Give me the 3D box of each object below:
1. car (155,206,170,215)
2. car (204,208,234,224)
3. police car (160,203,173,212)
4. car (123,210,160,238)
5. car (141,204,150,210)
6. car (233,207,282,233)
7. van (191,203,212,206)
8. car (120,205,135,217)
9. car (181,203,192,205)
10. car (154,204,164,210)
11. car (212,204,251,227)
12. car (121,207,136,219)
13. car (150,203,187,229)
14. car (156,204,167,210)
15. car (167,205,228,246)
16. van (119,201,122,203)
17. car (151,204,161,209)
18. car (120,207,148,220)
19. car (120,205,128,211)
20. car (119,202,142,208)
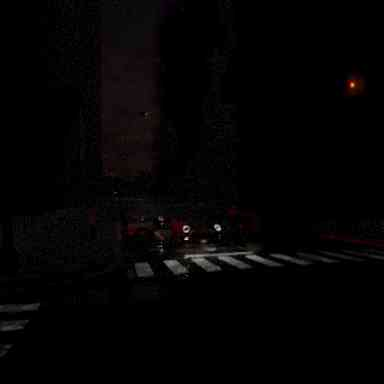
[{"bbox_3d":[-5.094,3.030,56.291,1.994,1.385,4.181,-1,-1,-12],"label":"car"},{"bbox_3d":[2.640,2.378,33.878,1.802,1.307,4.206,-2,-1,-13],"label":"car"},{"bbox_3d":[-5.201,3.148,67.201,1.930,1.638,5.238,-1,-1,-13],"label":"police car"},{"bbox_3d":[-3.448,2.149,21.936,1.752,1.417,4.829,-2,-1,-13],"label":"car"},{"bbox_3d":[-4.299,2.514,38.092,2.128,1.511,4.902,-1,-1,-12],"label":"car"},{"bbox_3d":[4.840,2.065,23.948,1.887,1.381,4.507,-2,-1,-13],"label":"car"},{"bbox_3d":[1.531,2.275,38.848,1.690,1.788,3.998,-2,-1,-13],"label":"van"},{"bbox_3d":[-9.863,2.861,50.707,1.967,1.590,4.097,-2,-1,-13],"label":"car"},{"bbox_3d":[0.430,2.387,43.813,2.192,1.841,5.009,-2,-1,-13],"label":"car"},{"bbox_3d":[-8.428,3.722,83.465,1.947,1.339,4.313,-1,-1,-13],"label":"car"},{"bbox_3d":[3.732,1.973,28.918,2.192,1.841,5.009,-2,-1,-13],"label":"car"},{"bbox_3d":[-8.798,2.834,45.938,1.887,1.381,4.507,-2,-1,-13],"label":"car"},{"bbox_3d":[-2.071,2.095,28.038,2.097,1.767,4.553,-1,-1,-12],"label":"car"},{"bbox_3d":[-7.296,3.587,78.387,1.947,1.339,4.313,-1,-1,-13],"label":"car"},{"bbox_3d":[0.118,1.818,18.047,2.097,1.767,4.553,-1,-1,-12],"label":"car"},{"bbox_3d":[-10.929,2.894,55.477,1.690,1.788,3.998,-1,-1,-13],"label":"van"},{"bbox_3d":[-9.560,3.843,88.541,2.008,1.369,4.403,-1,-1,-13],"label":"car"},{"bbox_3d":[-5.609,2.444,31.636,2.008,1.369,4.403,-2,-1,-13],"label":"car"},{"bbox_3d":[-16.596,3.791,80.925,1.887,1.381,4.507,-1,-1,-13],"label":"car"},{"bbox_3d":[-7.742,2.473,41.176,2.192,1.841,5.009,-2,-1,-13],"label":"car"}]
